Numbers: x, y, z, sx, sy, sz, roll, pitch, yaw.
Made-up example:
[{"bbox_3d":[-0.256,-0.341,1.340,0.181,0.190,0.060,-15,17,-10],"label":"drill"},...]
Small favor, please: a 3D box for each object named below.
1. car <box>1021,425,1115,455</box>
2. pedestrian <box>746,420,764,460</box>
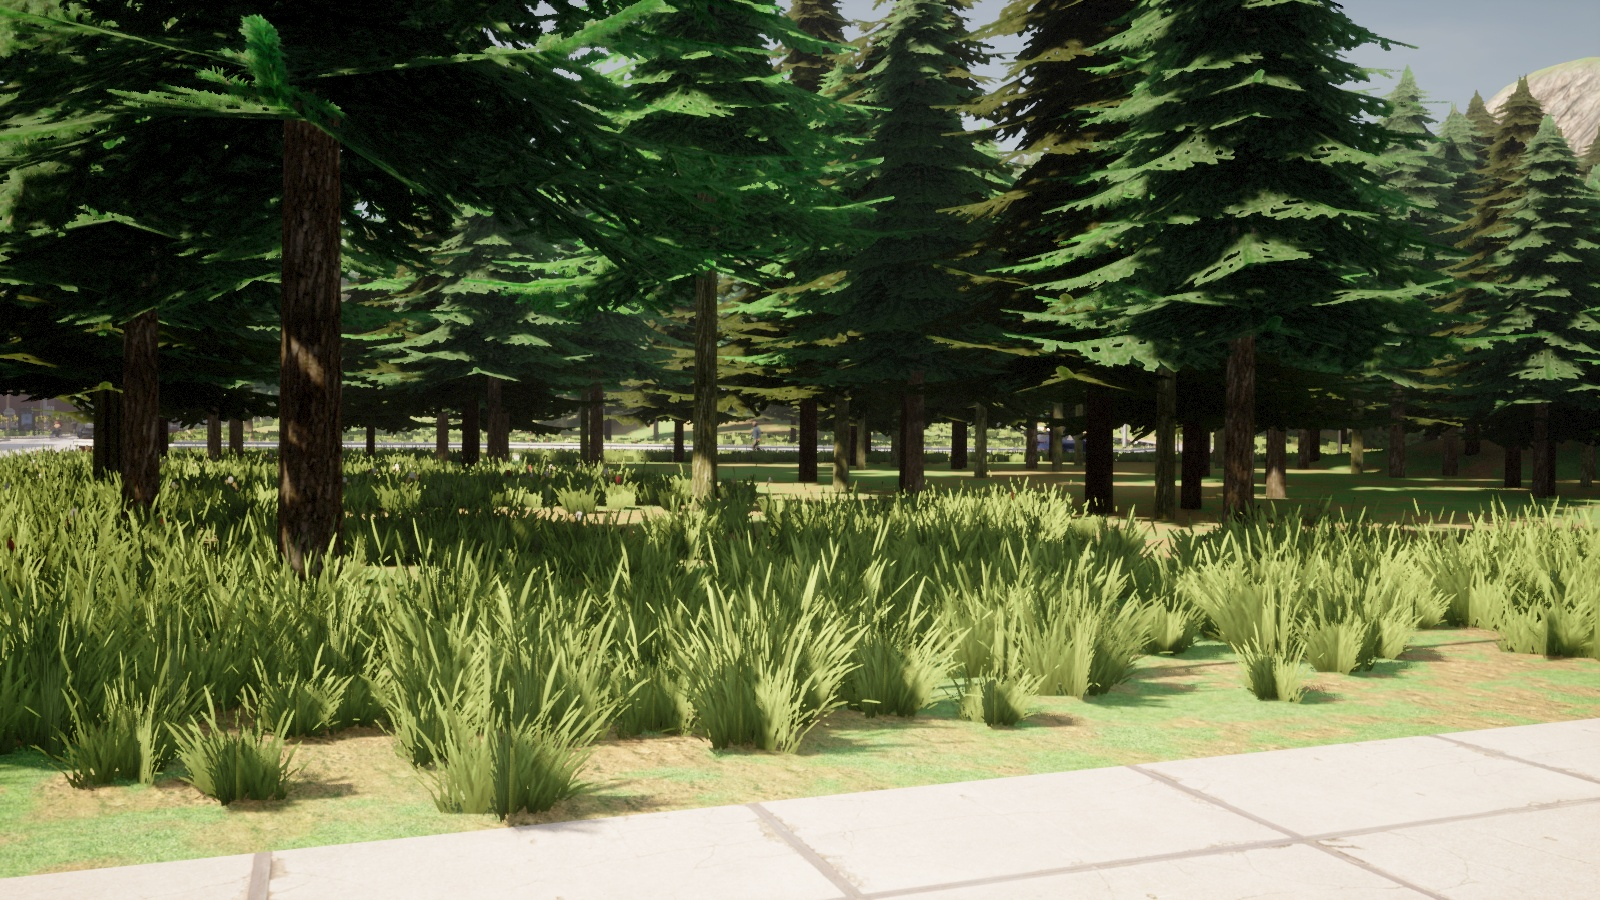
[{"bbox_3d":[15.093,-0.577,70.702,4.856,1.649,2.033,-1,1,-22],"label":"car"},{"bbox_3d":[-2.130,-0.472,59.202,0.726,1.842,0.402,-1,1,-22],"label":"pedestrian"}]
